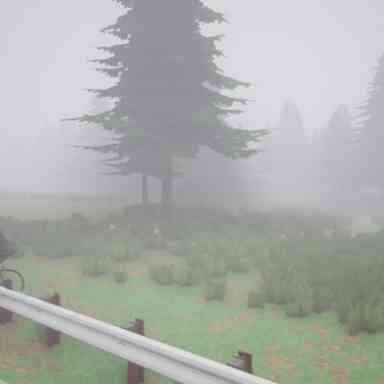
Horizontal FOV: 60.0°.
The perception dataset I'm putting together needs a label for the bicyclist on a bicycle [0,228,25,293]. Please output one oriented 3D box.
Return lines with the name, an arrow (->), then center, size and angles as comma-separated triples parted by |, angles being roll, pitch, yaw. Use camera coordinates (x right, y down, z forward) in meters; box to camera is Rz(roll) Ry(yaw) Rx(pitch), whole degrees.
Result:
bicyclist on a bicycle -> -3.808, 1.237, 6.084 | 1.656, 1.620, 0.582 | 18, -5, -37
